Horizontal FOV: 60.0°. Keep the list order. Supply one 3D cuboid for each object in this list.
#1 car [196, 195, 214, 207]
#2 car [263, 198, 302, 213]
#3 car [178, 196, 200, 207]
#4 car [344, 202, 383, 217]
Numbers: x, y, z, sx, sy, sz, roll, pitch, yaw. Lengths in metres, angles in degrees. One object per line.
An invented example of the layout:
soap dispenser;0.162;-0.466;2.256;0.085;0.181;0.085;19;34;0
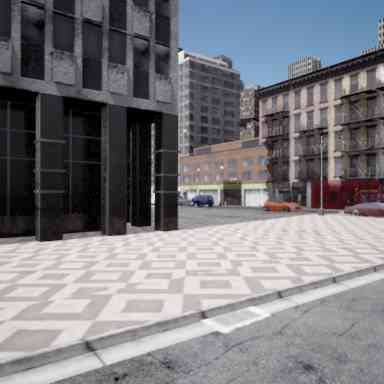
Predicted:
car;1.409;1.520;56.095;2.150;2.045;5.566;0;0;-36
car;10.423;1.523;38.454;2.097;1.767;4.553;0;0;-36
car;-1.442;1.785;54.752;2.128;1.511;4.902;0;0;-36
car;16.579;1.645;30.083;2.033;1.411;5.357;0;-1;-33
